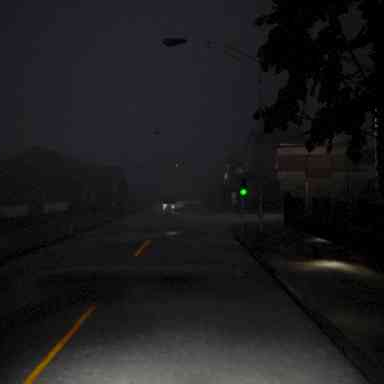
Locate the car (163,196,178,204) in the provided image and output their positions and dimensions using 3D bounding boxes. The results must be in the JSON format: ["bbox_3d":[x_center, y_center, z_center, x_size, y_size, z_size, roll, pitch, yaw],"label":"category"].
[{"bbox_3d":[-4.039,1.421,59.518,1.837,1.490,4.892,0,0,0],"label":"car"}]
